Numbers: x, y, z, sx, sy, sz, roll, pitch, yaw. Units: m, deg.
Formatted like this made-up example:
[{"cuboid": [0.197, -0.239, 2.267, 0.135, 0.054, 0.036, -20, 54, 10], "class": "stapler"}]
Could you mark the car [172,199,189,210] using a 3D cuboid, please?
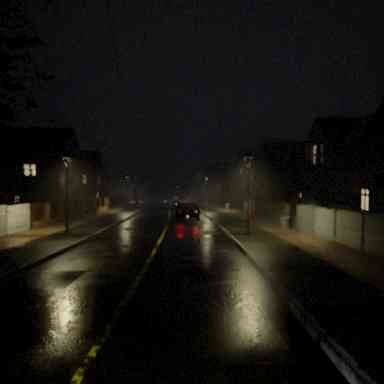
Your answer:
[{"cuboid": [-1.534, 1.554, 42.572, 1.895, 1.301, 4.718, 0, 0, -5], "class": "car"}]

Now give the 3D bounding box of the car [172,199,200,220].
[{"cuboid": [-0.429, 1.536, 26.968, 1.895, 1.301, 4.718, 0, 0, -3], "class": "car"}]
